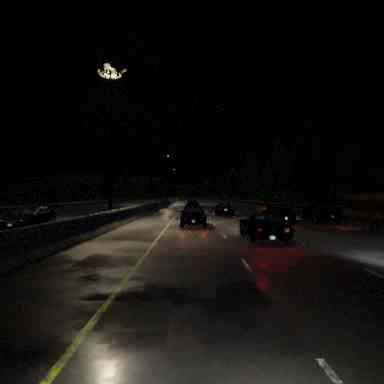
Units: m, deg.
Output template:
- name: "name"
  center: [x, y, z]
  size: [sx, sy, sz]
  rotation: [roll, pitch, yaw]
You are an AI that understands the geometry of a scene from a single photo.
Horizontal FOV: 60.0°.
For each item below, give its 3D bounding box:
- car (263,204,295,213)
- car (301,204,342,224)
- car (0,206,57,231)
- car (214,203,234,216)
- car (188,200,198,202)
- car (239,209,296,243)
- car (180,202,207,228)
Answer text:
- name: "car"
  center: [7.093, 1.740, 27.490]
  size: [1.837, 1.490, 4.892]
  rotation: [0, 0, 0]
- name: "car"
  center: [10.592, 1.712, 27.506]
  size: [1.882, 1.535, 5.008]
  rotation: [0, 0, 0]
- name: "car"
  center: [-10.543, 1.674, 21.736]
  size: [2.128, 1.511, 4.902]
  rotation: [0, -1, 0]
- name: "car"
  center: [3.590, 1.881, 37.423]
  size: [1.994, 1.385, 4.181]
  rotation: [0, 0, 0]
- name: "car"
  center: [0.088, 1.891, 45.563]
  size: [1.837, 1.490, 4.892]
  rotation: [0, 0, 0]
- name: "car"
  center: [3.594, 1.746, 17.013]
  size: [1.895, 1.301, 4.718]
  rotation: [0, 0, 0]
- name: "car"
  center: [0.092, 1.730, 24.105]
  size: [1.812, 1.442, 4.674]
  rotation: [0, 0, 0]
